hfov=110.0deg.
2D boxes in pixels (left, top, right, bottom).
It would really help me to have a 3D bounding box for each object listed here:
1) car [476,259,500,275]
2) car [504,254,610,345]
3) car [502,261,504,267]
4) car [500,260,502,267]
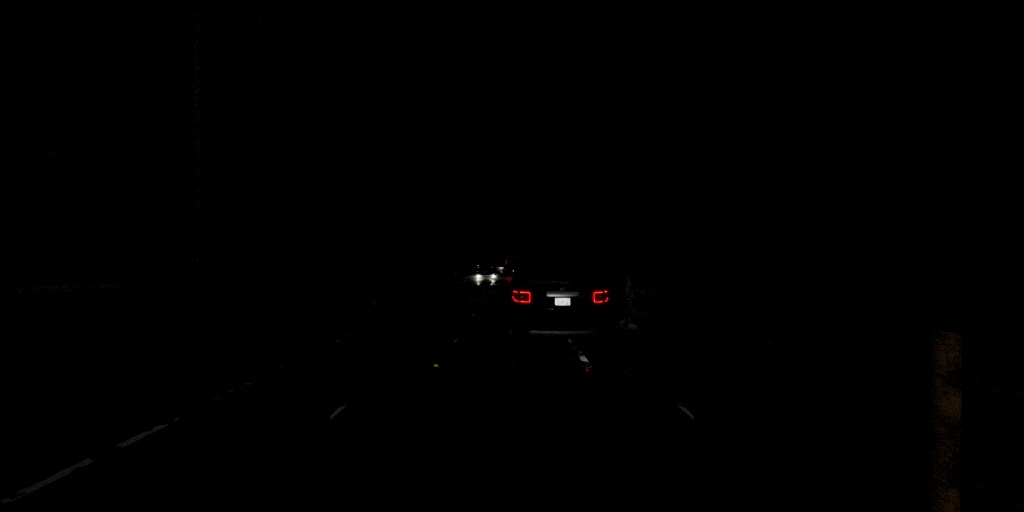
[{"bbox_3d":[-2.789,1.107,39.575,2.097,1.767,4.553,0,0,0],"label":"car"},{"bbox_3d":[0.978,0.972,9.582,2.150,2.045,5.566,0,0,0],"label":"car"},{"bbox_3d":[0.136,1.260,38.780,1.837,1.490,4.892,0,0,0],"label":"car"},{"bbox_3d":[-2.653,1.302,64.984,1.812,1.442,4.674,0,0,0],"label":"car"}]
